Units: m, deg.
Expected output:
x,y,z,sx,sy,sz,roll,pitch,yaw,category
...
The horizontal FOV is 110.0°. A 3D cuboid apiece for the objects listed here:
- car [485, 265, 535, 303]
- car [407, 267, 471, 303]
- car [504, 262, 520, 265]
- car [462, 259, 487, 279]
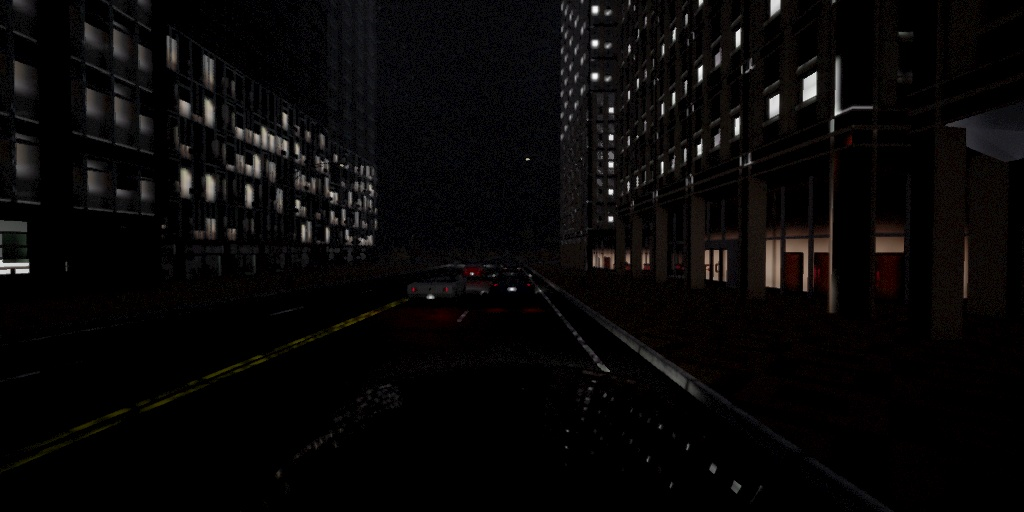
x,y,z,sx,sy,sz,roll,pitch,yaw,category
0.000,1.314,16.503,1.994,1.385,4.181,0,0,0,car
-3.250,1.358,16.533,1.895,1.301,4.718,0,0,0,car
0.000,1.226,31.504,2.128,1.511,4.902,0,0,0,car
-3.250,1.264,31.505,1.812,1.442,4.674,0,0,0,car
